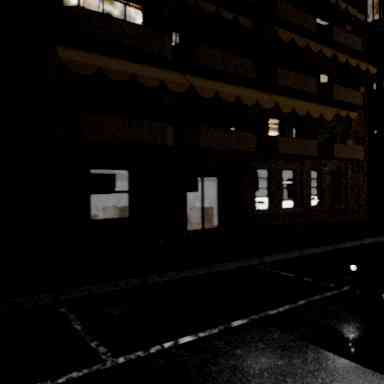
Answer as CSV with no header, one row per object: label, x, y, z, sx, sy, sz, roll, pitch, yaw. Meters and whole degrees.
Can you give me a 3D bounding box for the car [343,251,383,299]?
car,5.318,1.553,7.164,4.718,1.301,1.895,0,0,-35
